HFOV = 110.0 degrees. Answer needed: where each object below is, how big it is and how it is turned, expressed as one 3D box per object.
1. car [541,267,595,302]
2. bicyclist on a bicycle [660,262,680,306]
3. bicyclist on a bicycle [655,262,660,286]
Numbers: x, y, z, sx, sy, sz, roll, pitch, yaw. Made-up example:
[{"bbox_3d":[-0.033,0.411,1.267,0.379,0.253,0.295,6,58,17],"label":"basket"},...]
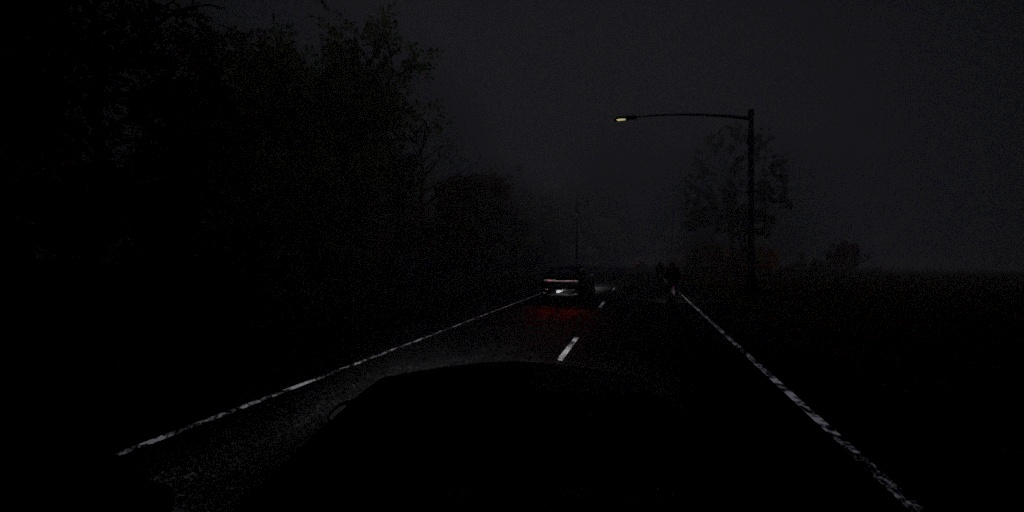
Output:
[{"bbox_3d":[2.757,1.244,17.028,2.128,1.511,4.902,0,0,20],"label":"car"},{"bbox_3d":[6.563,1.123,14.698,0.659,1.776,1.843,0,0,19],"label":"bicyclist on a bicycle"},{"bbox_3d":[9.500,1.207,22.984,0.582,1.620,1.656,0,0,19],"label":"bicyclist on a bicycle"}]
